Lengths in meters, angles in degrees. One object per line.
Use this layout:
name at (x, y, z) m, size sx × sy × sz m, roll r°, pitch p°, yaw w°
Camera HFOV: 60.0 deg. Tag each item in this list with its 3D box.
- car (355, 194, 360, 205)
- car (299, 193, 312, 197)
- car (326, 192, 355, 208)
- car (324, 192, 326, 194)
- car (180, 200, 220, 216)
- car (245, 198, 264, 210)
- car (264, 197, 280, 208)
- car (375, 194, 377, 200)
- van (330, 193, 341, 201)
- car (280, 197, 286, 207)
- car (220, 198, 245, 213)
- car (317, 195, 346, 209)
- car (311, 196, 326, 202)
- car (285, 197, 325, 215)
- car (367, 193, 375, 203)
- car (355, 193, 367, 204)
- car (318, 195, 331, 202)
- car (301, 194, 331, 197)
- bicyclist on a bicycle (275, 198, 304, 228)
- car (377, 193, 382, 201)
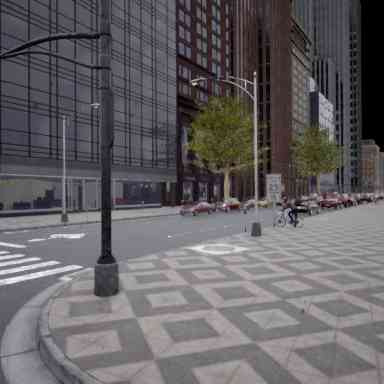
car at (23.549, 1.377, 50.049) m, size 1.947 × 1.339 × 4.313 m, roll 0°, pitch 0°, yaw 35°
car at (19.730, 1.415, 59.535) m, size 1.887 × 1.381 × 4.507 m, roll 0°, pitch 0°, yaw 35°
car at (20.351, 1.136, 45.406) m, size 2.192 × 1.841 × 5.009 m, roll 0°, pitch 0°, yaw 35°
car at (22.274, 1.051, 52.731) m, size 2.150 × 2.045 × 5.566 m, roll -1°, pitch 0°, yaw 35°
car at (0.542, 1.524, 31.665) m, size 1.802 × 1.307 × 4.206 m, roll 0°, pitch 0°, yaw 35°
car at (6.938, 1.494, 40.955) m, size 1.802 × 1.307 × 4.206 m, roll 0°, pitch 0°, yaw 35°
car at (10.039, 1.426, 45.459) m, size 1.752 × 1.417 × 4.829 m, roll 0°, pitch 0°, yaw 35°
car at (36.437, 1.301, 68.766) m, size 1.752 × 1.417 × 4.829 m, roll -1°, pitch 0°, yaw 35°
van at (35.719, 1.184, 82.761) m, size 1.690 × 1.788 × 3.998 m, roll -1°, pitch 0°, yaw 35°
car at (13.334, 1.455, 50.245) m, size 1.947 × 1.339 × 4.313 m, roll 0°, pitch 0°, yaw 35°
car at (3.739, 1.366, 36.310) m, size 1.967 × 1.590 × 4.097 m, roll 0°, pitch 0°, yaw 35°
car at (17.154, 1.376, 40.760) m, size 1.887 × 1.381 × 4.507 m, roll 0°, pitch 0°, yaw 35°
car at (26.128, 1.417, 68.825) m, size 1.947 × 1.339 × 4.313 m, roll 0°, pitch 0°, yaw 35°
car at (10.759, 1.424, 31.471) m, size 1.947 × 1.339 × 4.313 m, roll 0°, pitch 0°, yaw 35°
car at (33.142, 1.098, 63.983) m, size 2.192 × 1.841 × 5.009 m, roll 0°, pitch 0°, yaw 35°
car at (26.746, 1.117, 54.694) m, size 2.192 × 1.841 × 5.009 m, roll 0°, pitch 0°, yaw 35°
car at (29.325, 1.426, 73.469) m, size 1.802 × 1.307 × 4.206 m, roll 0°, pitch 0°, yaw 35°
car at (16.585, 1.339, 44.467) m, size 2.128 × 1.511 × 4.902 m, roll -1°, pitch 0°, yaw 35°
bicyclist on a bicycle at (5.325, 1.177, 18.357) m, size 1.656 × 1.620 × 0.582 m, roll -1°, pitch 0°, yaw 35°
car at (42.736, 1.357, 77.914) m, size 1.802 × 1.307 × 4.206 m, roll -1°, pitch 0°, yaw 35°
